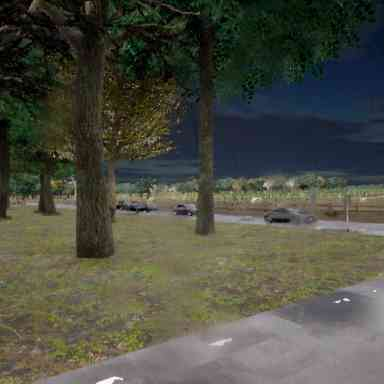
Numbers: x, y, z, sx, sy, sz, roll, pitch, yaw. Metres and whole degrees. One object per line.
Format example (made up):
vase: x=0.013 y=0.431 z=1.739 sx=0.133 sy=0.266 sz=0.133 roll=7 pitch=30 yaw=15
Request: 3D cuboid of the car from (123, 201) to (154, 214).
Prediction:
car: x=-8.011 y=2.443 z=49.227 sx=1.895 sy=1.301 sz=4.718 roll=-1 pitch=0 yaw=-35

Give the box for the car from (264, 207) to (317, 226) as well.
car: x=7.801 y=1.913 z=26.687 sx=1.994 sy=1.385 sz=4.181 roll=-1 pitch=0 yaw=-35

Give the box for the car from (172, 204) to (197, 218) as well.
car: x=-0.482 y=2.119 z=38.460 sx=1.837 sy=1.490 sz=4.892 roll=-1 pitch=-1 yaw=-35

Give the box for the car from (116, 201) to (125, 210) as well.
car: x=-12.490 y=2.348 z=60.472 sx=2.097 sy=1.767 sz=4.553 roll=-1 pitch=0 yaw=-35

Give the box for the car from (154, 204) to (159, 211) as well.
car: x=-6.973 y=2.396 z=52.730 sx=1.994 sy=1.385 sz=4.181 roll=-1 pitch=0 yaw=-34
